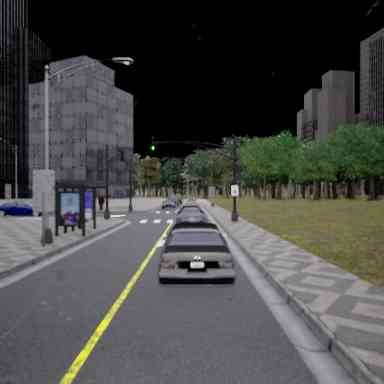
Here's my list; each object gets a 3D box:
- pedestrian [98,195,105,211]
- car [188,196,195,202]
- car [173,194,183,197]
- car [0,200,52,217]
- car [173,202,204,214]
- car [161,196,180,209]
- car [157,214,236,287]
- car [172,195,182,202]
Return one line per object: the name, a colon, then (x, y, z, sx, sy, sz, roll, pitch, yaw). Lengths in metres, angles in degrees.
pedestrian: (-10.121, 1.196, 37.071, 0.375, 1.860, 0.375, 0, 0, 1)
car: (-0.182, 1.805, 86.202, 1.895, 1.301, 4.718, 0, 0, 0)
car: (-3.108, 1.400, 67.293, 2.150, 2.045, 5.566, 0, 0, 0)
car: (-15.669, 1.547, 30.963, 5.008, 1.535, 1.882, 0, 0, 0)
car: (-0.119, 1.638, 22.790, 1.994, 1.385, 4.181, 0, 0, -4)
car: (-3.145, 1.698, 46.670, 1.994, 1.385, 4.181, 0, 0, 0)
car: (0.088, 1.582, 9.479, 2.033, 1.411, 5.357, 0, 0, 0)
car: (-3.140, 1.721, 56.586, 1.994, 1.385, 4.181, 0, 0, 0)
